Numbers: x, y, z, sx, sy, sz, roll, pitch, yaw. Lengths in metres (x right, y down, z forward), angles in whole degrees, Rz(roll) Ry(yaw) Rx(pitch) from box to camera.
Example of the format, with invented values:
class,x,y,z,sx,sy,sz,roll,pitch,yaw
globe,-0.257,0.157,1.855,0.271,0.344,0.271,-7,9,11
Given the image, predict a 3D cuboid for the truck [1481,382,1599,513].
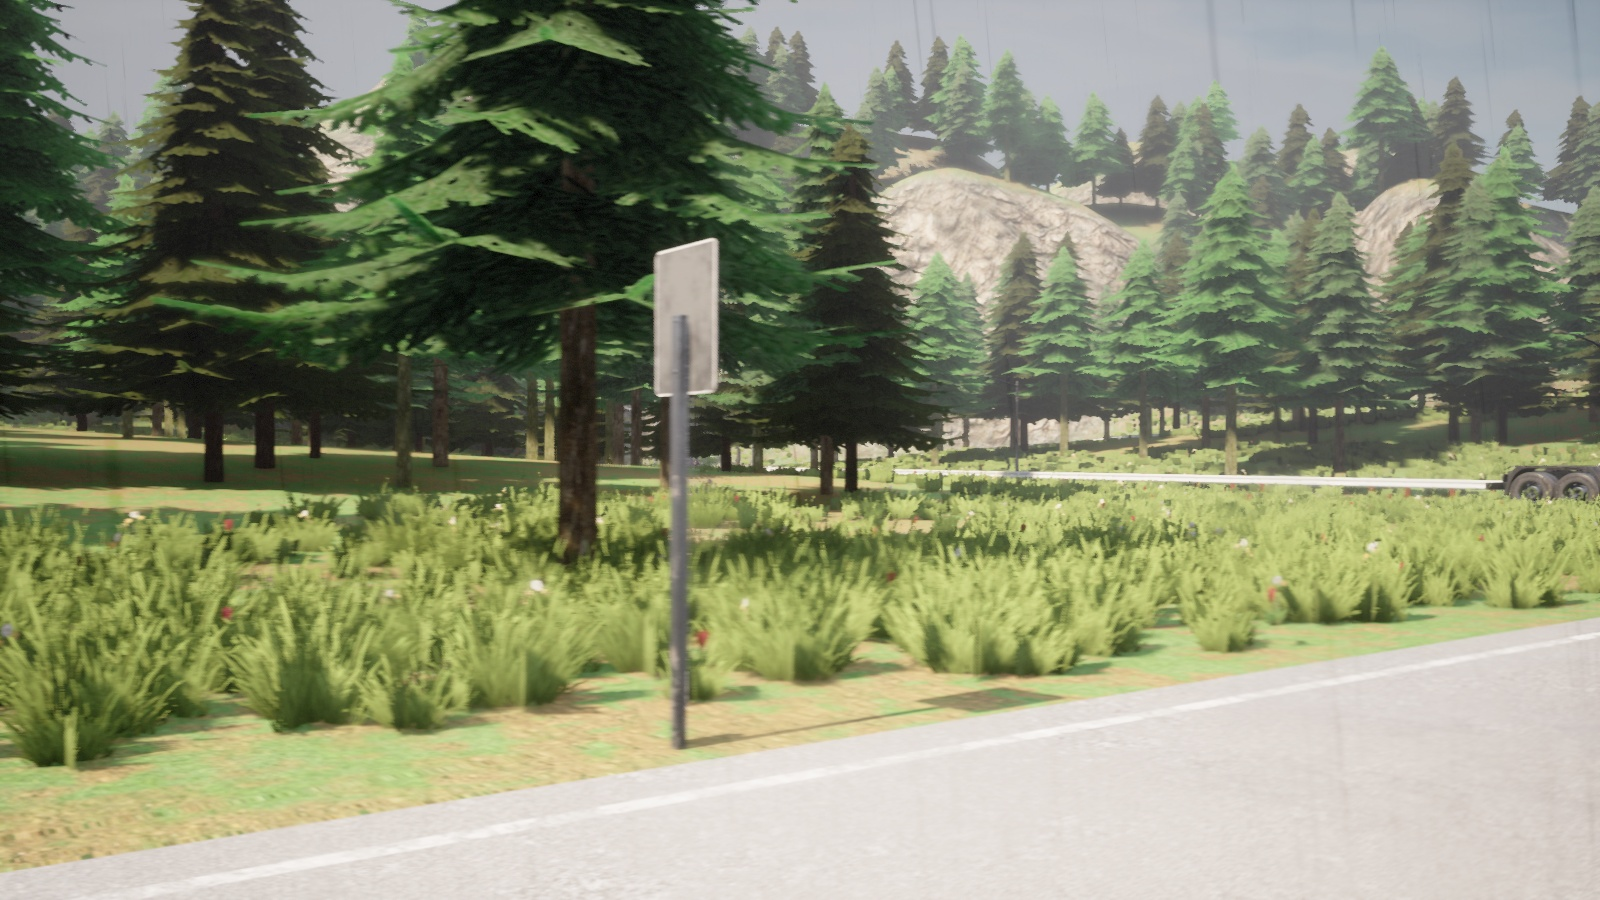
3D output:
class,x,y,z,sx,sy,sz,roll,pitch,yaw
truck,22.893,-0.063,33.409,2.891,3.462,7.936,0,0,-35
